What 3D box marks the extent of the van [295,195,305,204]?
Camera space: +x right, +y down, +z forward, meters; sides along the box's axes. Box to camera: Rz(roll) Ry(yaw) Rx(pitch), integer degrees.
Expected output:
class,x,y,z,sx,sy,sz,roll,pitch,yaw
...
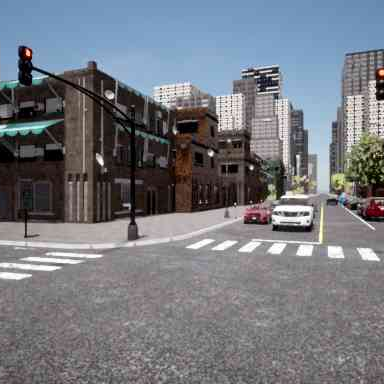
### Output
class,x,y,z,sx,sy,sz,roll,pitch,yaw
van,21.367,1.407,65.914,1.690,1.788,3.998,0,0,22

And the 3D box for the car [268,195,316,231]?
class,x,y,z,sx,sy,sz,roll,pitch,yaw
car,6.499,1.230,21.103,2.150,2.045,5.566,0,0,22

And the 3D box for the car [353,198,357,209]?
class,x,y,z,sx,sy,sz,roll,pitch,yaw
car,17.004,1.586,32.000,1.947,1.339,4.313,0,0,22

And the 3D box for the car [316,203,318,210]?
class,x,y,z,sx,sy,sz,roll,pitch,yaw
car,10.203,1.580,30.447,1.994,1.385,4.181,0,0,22

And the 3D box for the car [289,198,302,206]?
class,x,y,z,sx,sy,sz,roll,pitch,yaw
car,17.313,1.629,55.633,1.802,1.307,4.206,0,0,22

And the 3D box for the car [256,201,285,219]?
class,x,y,z,sx,sy,sz,roll,pitch,yaw
car,7.181,1.580,29.932,1.947,1.339,4.313,0,0,22

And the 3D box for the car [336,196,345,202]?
class,x,y,z,sx,sy,sz,roll,pitch,yaw
car,37.269,1.679,83.403,1.947,1.339,4.313,0,0,22

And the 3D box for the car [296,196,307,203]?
class,x,y,z,sx,sy,sz,roll,pitch,yaw
car,23.393,1.628,71.055,2.008,1.369,4.403,0,0,22

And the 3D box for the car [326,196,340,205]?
class,x,y,z,sx,sy,sz,roll,pitch,yaw
car,25.314,1.546,60.135,2.128,1.511,4.902,0,-1,21

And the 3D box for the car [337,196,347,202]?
class,x,y,z,sx,sy,sz,roll,pitch,yaw
car,35.242,1.683,78.261,1.802,1.307,4.206,0,0,22

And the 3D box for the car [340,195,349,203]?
class,x,y,z,sx,sy,sz,roll,pitch,yaw
car,27.136,1.638,57.700,1.802,1.307,4.206,0,0,22

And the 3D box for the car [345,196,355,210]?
class,x,y,z,sx,sy,sz,roll,pitch,yaw
car,21.057,1.597,42.280,1.947,1.339,4.313,0,0,22

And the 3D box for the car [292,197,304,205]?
class,x,y,z,sx,sy,sz,roll,pitch,yaw
car,19.277,1.581,60.615,1.752,1.417,4.829,0,0,22

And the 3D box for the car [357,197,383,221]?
class,x,y,z,sx,sy,sz,roll,pitch,yaw
car,14.978,1.330,26.859,2.192,1.841,5.009,0,0,22

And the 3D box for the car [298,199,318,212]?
class,x,y,z,sx,sy,sz,roll,pitch,yaw
car,14.055,1.573,40.035,2.033,1.411,5.357,0,0,22

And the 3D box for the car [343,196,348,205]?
class,x,y,z,sx,sy,sz,roll,pitch,yaw
car,23.083,1.589,47.421,2.008,1.369,4.403,0,0,22

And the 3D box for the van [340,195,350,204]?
class,x,y,z,sx,sy,sz,roll,pitch,yaw
van,31.189,1.418,67.982,1.690,1.788,3.998,0,0,22

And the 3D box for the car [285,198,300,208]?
class,x,y,z,sx,sy,sz,roll,pitch,yaw
car,15.287,1.620,50.494,1.802,1.307,4.206,0,0,22

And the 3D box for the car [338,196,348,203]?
class,x,y,z,sx,sy,sz,roll,pitch,yaw
car,33.278,1.615,73.280,1.752,1.417,4.829,0,0,22

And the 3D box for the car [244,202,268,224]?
class,x,y,z,sx,sy,sz,roll,pitch,yaw
car,5.074,1.554,24.828,1.887,1.381,4.507,0,0,22
